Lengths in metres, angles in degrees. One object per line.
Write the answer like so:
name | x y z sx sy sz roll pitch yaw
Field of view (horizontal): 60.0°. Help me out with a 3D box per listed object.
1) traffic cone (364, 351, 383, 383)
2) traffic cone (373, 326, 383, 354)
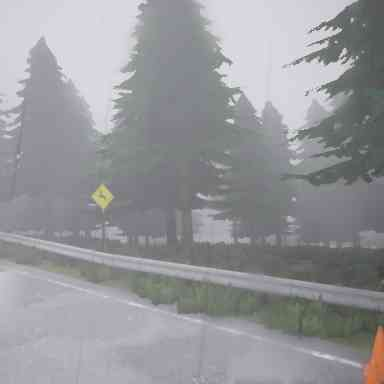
traffic cone | 1.785 1.956 3.270 0.340 0.580 0.340 0 0 33
traffic cone | 2.329 1.956 4.106 0.340 0.580 0.340 0 0 34
